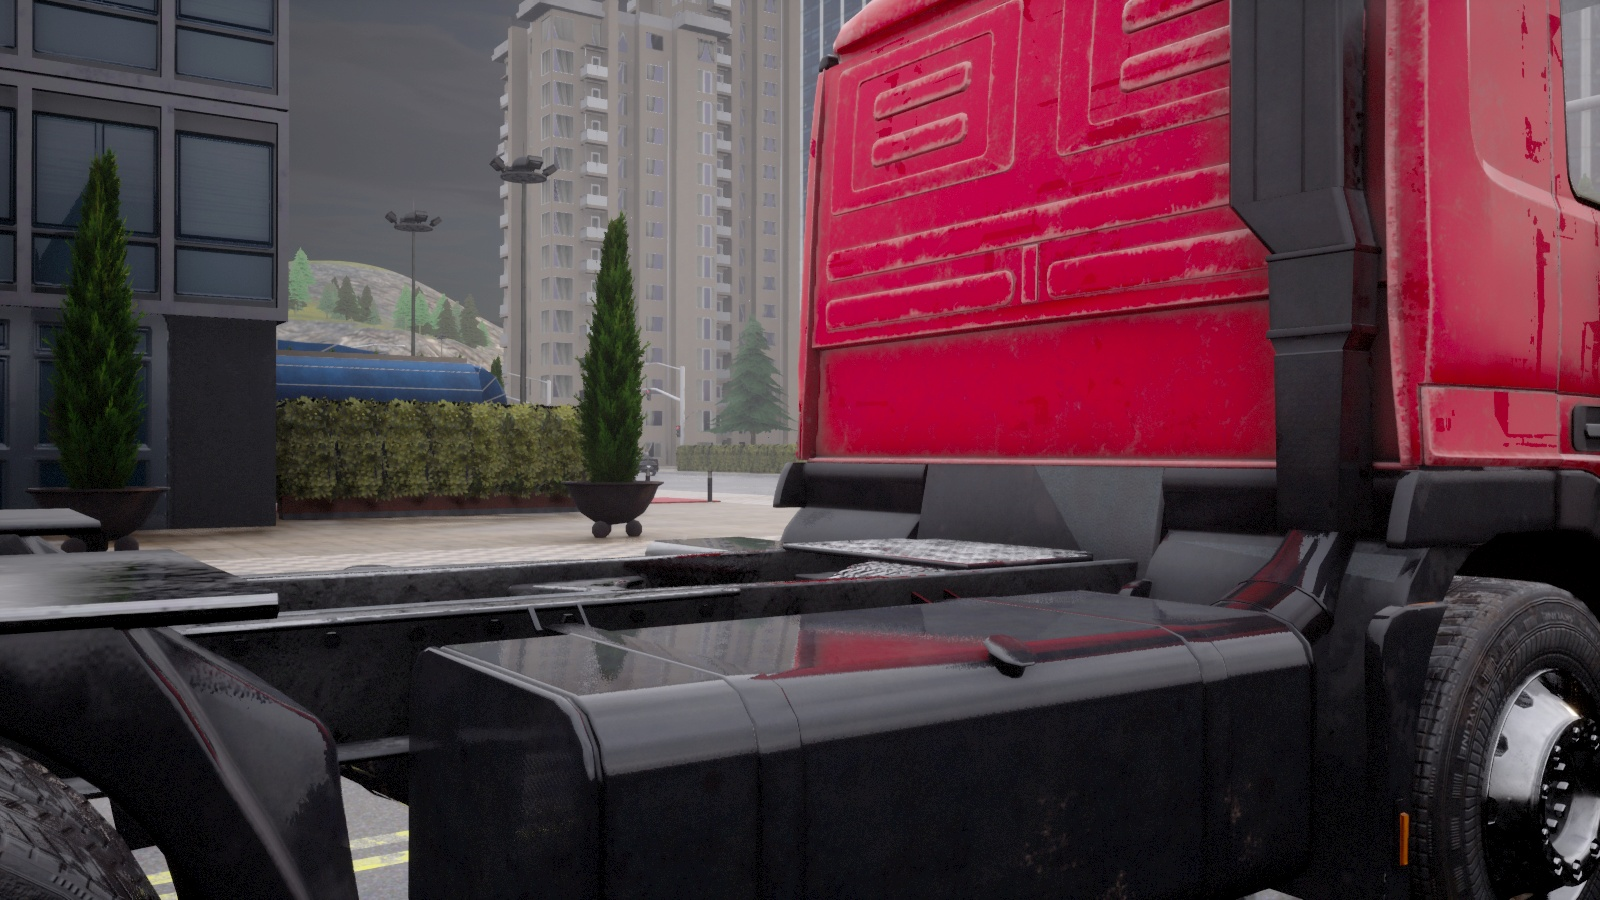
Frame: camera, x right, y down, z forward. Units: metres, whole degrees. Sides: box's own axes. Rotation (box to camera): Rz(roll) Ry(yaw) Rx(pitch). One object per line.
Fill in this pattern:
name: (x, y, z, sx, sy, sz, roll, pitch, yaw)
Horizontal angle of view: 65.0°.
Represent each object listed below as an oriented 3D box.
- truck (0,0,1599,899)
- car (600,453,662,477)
truck: (-0.663, -0.228, 3.201, 7.936, 3.462, 2.891, 0, 0, -35)
car: (-10.939, 0.944, 81.072, 1.882, 1.535, 5.008, 0, 0, -35)
